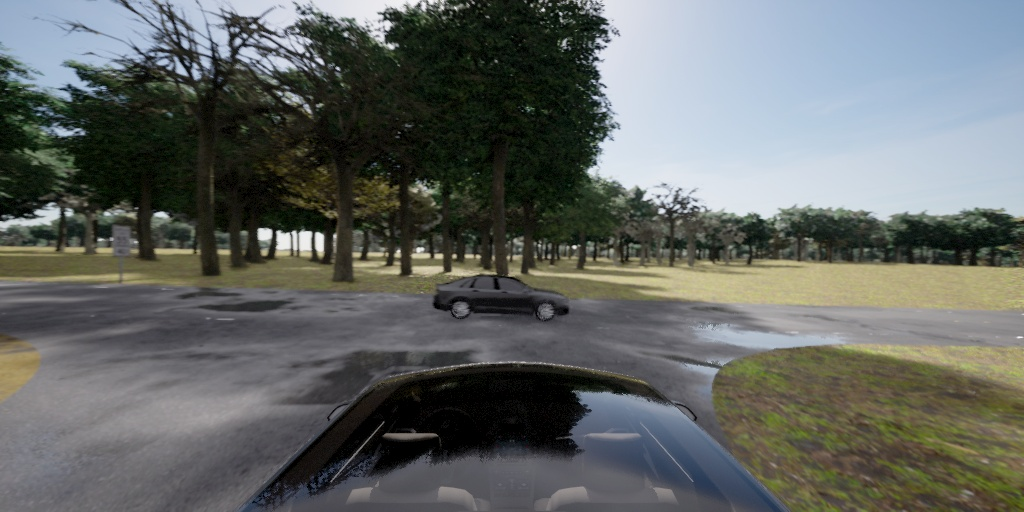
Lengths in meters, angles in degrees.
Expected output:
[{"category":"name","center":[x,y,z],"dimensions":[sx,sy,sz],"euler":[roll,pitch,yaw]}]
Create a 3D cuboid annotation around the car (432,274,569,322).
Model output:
[{"category":"car","center":[-0.388,1.450,13.005],"dimensions":[4.892,1.490,1.837],"euler":[2,0,-5]}]
